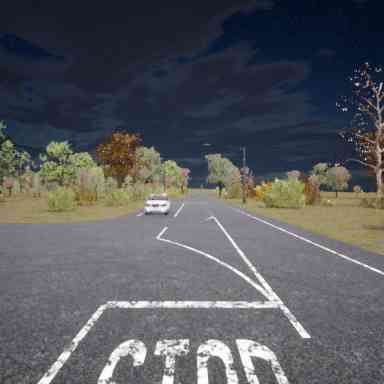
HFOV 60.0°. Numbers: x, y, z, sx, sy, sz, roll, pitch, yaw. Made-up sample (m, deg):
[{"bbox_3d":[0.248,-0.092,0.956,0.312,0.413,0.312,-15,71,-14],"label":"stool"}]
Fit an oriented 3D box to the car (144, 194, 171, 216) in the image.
[{"bbox_3d":[-3.308,1.208,32.964,2.150,2.045,5.566,0,0,0],"label":"car"}]
